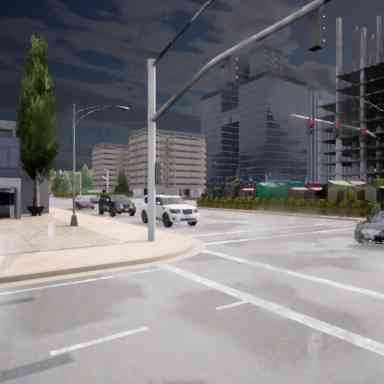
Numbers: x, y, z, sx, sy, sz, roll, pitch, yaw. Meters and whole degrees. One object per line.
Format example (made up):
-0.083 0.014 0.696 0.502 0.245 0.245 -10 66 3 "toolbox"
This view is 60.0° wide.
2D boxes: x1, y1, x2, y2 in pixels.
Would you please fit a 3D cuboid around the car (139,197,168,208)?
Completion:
-5.760 1.547 49.191 2.033 1.411 5.357 0 0 -33 "car"

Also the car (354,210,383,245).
9.024 1.491 14.429 4.902 1.511 2.128 0 0 -33 "car"

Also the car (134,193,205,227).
-1.713 1.222 23.059 2.150 2.045 5.566 0 0 -33 "car"

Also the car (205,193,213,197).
3.240 1.156 62.439 3.866 1.878 1.905 0 0 -34 "car"

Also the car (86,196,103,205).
-18.287 1.564 62.235 1.994 1.385 4.181 0 0 -33 "car"

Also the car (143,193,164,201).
-9.384 1.153 81.086 4.605 1.855 1.932 0 0 -34 "car"

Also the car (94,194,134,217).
-7.243 1.222 31.682 2.150 2.045 5.566 0 0 -33 "car"

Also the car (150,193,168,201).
-7.805 1.156 78.660 3.866 1.878 1.905 0 0 -34 "car"

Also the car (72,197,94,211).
-13.536 1.526 41.512 1.812 1.442 4.674 0 0 -32 "car"
